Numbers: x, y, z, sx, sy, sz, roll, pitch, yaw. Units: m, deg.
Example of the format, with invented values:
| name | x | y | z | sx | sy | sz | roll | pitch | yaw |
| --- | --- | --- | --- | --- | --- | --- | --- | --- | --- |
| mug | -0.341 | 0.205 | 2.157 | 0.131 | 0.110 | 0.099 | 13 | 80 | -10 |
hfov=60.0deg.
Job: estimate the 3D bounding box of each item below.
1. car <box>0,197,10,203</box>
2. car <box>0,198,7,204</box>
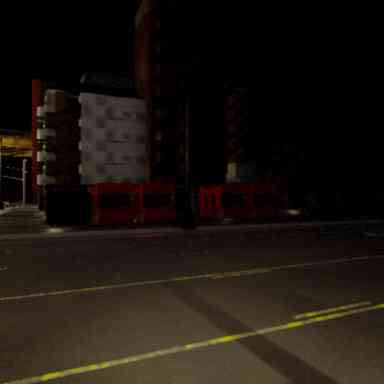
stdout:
| name | x | y | z | sx | sy | sz | roll | pitch | yaw |
| --- | --- | --- | --- | --- | --- | --- | --- | --- | --- |
| car | -43.940 | 2.174 | 75.679 | 4.974 | 1.542 | 2.038 | -1 | -1 | 45 |
| car | -43.978 | 2.017 | 75.716 | 4.536 | 1.218 | 1.853 | -1 | -1 | 45 |
